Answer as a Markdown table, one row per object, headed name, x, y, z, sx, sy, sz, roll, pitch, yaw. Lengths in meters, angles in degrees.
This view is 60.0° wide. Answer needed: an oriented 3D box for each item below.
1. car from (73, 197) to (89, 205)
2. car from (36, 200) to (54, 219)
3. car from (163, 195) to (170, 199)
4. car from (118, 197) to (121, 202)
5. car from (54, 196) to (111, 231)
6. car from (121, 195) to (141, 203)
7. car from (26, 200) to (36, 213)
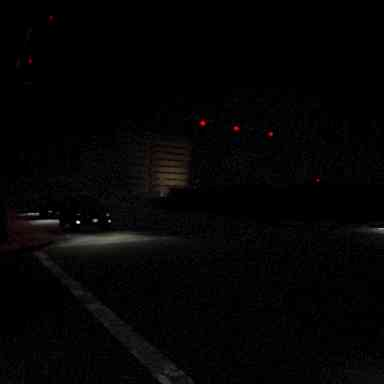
| name | x | y | z | sx | sy | sz | roll | pitch | yaw |
| --- | --- | --- | --- | --- | --- | --- | --- | --- | --- |
| car | -21.345 | 1.752 | 63.800 | 1.812 | 1.442 | 4.674 | 1 | 0 | -33 |
| car | -12.649 | 1.587 | 30.287 | 1.837 | 1.490 | 4.892 | 1 | 0 | -32 |
| car | -2.886 | 1.550 | 62.260 | 3.866 | 1.878 | 1.905 | 1 | 0 | -34 |
| car | -15.468 | 1.553 | 80.935 | 4.605 | 1.855 | 1.932 | 1 | 0 | -34 |
| car | -7.049 | 1.299 | 21.516 | 2.150 | 2.045 | 5.566 | 1 | -1 | -33 |
| car | -13.894 | 1.554 | 78.506 | 3.866 | 1.878 | 1.905 | 1 | 0 | -34 |
| car | -18.323 | 1.636 | 39.183 | 2.033 | 1.411 | 5.357 | 1 | 0 | -33 |
